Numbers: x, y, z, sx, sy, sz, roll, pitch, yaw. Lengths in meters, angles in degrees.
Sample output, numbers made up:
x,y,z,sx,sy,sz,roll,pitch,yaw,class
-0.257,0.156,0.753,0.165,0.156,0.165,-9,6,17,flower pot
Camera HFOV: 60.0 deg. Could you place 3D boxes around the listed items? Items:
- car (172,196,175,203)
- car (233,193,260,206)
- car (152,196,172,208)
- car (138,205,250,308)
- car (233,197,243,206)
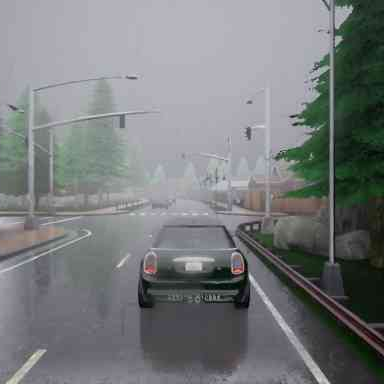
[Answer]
x,y,z,sx,sy,sz,roll,pitch,yaw,class
-4.187,1.571,53.622,1.895,1.301,4.718,0,0,0,car
8.374,1.146,51.312,3.866,1.878,1.905,0,0,-1,car
-4.101,1.535,43.767,1.994,1.385,4.181,0,0,-1,car
0.053,1.352,8.066,2.097,1.767,4.553,0,0,1,car
8.791,1.144,48.803,4.605,1.855,1.932,0,0,-1,car
